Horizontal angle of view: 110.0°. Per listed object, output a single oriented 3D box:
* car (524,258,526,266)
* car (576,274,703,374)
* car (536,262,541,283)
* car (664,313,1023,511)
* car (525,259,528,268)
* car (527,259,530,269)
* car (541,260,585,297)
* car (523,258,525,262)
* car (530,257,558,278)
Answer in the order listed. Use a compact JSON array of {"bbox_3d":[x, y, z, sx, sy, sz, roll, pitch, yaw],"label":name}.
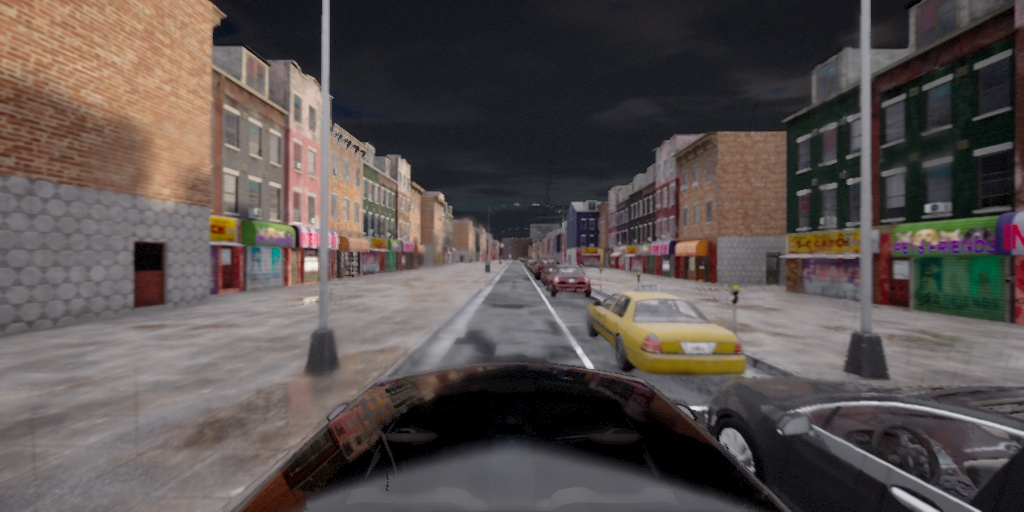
[{"bbox_3d":[3.127,1.223,52.826,1.751,1.417,4.829,0,0,1],"label":"car"},{"bbox_3d":[2.674,1.273,7.435,1.751,1.417,4.829,0,0,1],"label":"car"},{"bbox_3d":[2.842,1.296,24.286,1.802,1.307,4.207,0,0,1],"label":"car"},{"bbox_3d":[2.616,1.313,1.591,2.007,1.370,4.403,0,0,1],"label":"car"},{"bbox_3d":[3.069,1.279,46.982,1.802,1.307,4.207,0,0,1],"label":"car"},{"bbox_3d":[3.012,1.281,41.308,1.802,1.307,4.207,0,0,1],"label":"car"},{"bbox_3d":[2.786,1.163,18.613,1.967,1.591,4.097,0,0,1],"label":"car"},{"bbox_3d":[3.182,1.244,58.330,1.888,1.381,4.507,0,0,1],"label":"car"},{"bbox_3d":[2.899,1.022,29.960,2.192,1.841,5.009,0,0,1],"label":"car"}]
